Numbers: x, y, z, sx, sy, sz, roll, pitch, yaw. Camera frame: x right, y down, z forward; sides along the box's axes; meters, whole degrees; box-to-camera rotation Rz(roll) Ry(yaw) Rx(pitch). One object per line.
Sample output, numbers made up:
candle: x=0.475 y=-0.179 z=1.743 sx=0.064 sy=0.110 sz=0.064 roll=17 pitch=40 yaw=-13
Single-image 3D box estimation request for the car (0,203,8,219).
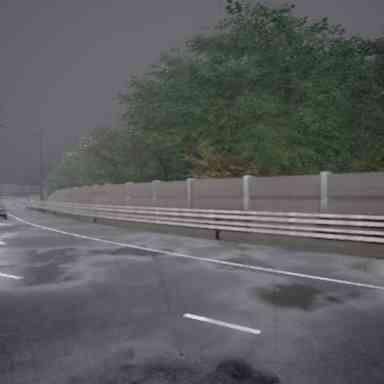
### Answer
car: x=-18.030 y=1.754 z=30.469 sx=2.033 sy=1.411 sz=5.357 roll=-1 pitch=0 yaw=-33
